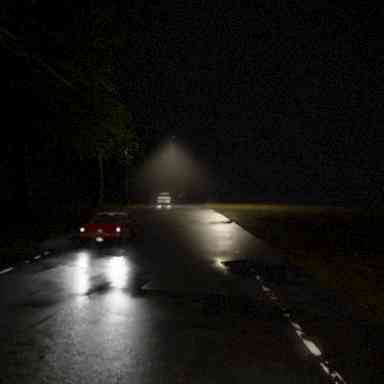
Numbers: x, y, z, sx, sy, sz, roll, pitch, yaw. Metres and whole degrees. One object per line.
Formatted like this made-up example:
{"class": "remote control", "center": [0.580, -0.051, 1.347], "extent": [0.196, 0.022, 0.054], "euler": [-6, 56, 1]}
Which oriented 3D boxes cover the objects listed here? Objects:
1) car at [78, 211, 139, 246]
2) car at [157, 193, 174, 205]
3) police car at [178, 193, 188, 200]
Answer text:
{"class": "car", "center": [-3.705, 1.594, 15.499], "extent": [1.895, 1.301, 4.718], "euler": [0, 0, -1]}
{"class": "car", "center": [-4.749, 1.202, 56.789], "extent": [2.150, 2.045, 5.566], "euler": [0, 0, -2]}
{"class": "police car", "center": [-2.268, 1.424, 95.688], "extent": [1.930, 1.638, 5.238], "euler": [0, 0, -4]}
